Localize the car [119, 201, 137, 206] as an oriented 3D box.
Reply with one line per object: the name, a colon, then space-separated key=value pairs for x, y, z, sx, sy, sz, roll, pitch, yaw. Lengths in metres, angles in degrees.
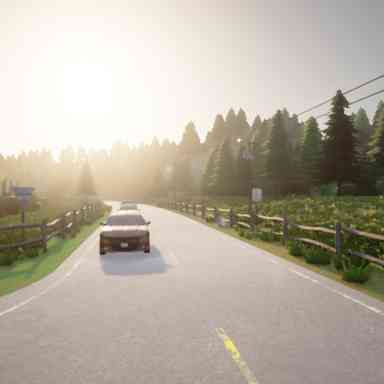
car: x=-5.113 y=1.715 z=26.972 sx=1.812 sy=1.442 sz=4.674 roll=0 pitch=-1 yaw=-11

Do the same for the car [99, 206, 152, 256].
car: x=-2.790 y=1.587 z=14.046 sx=1.882 sy=1.535 sz=5.008 roll=0 pitch=0 yaw=-10
